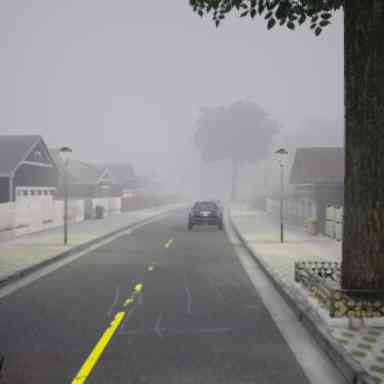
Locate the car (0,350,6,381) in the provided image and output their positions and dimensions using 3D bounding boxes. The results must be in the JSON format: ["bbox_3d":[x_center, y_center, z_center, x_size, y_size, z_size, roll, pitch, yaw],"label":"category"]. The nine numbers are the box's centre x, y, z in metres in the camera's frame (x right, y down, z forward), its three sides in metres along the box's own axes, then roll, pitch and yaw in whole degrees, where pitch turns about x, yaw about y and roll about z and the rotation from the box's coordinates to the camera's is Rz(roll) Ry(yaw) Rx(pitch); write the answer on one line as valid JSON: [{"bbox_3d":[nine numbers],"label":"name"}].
[{"bbox_3d":[-2.784,1.545,0.929,2.033,1.411,5.357,0,0,1],"label":"car"}]

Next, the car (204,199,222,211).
[{"bbox_3d":[2.758,1.591,42.192,2.033,1.411,5.357,0,0,6],"label":"car"}]

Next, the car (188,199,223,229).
[{"bbox_3d":[0.932,1.364,21.787,2.097,1.767,4.553,0,0,4],"label":"car"}]
